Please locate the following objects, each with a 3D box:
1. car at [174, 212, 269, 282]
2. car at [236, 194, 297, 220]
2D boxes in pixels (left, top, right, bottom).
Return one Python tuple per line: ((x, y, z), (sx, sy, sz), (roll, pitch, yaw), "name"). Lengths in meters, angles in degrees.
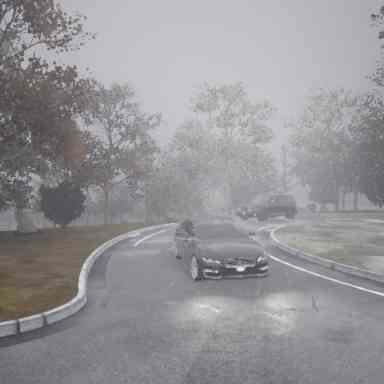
((0.614, 1.504, 9.967), (1.837, 1.490, 4.892), (-1, 0, -12), "car")
((5.987, 1.221, 26.240), (5.566, 2.045, 2.150), (0, -1, -38), "car")
